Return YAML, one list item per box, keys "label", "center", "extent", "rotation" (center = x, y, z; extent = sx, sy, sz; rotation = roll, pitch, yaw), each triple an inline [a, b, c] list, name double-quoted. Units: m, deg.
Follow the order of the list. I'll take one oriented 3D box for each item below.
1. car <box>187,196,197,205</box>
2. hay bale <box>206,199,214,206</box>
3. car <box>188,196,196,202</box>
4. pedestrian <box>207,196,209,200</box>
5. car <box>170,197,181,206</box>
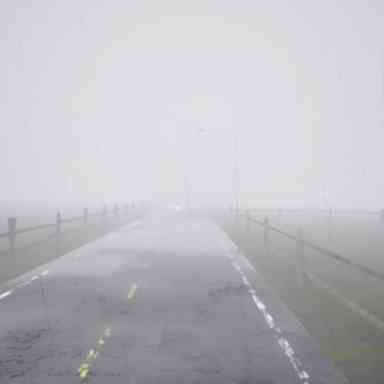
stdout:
- label: "car"
  center: [-0.014, 1.815, 67.071]
  extent: [1.895, 1.301, 4.718]
  rotation: [0, 0, 0]
- label: "hay bale"
  center: [3.099, 1.859, 57.845]
  extent: [1.220, 1.180, 1.240]
  rotation: [-1, -1, 0]
- label: "car"
  center: [-0.026, 1.660, 83.258]
  extent: [1.882, 1.535, 5.008]
  rotation: [0, 0, 0]
- label: "pedestrian"
  center: [2.806, 1.525, 58.952]
  extent: [0.375, 1.860, 0.375]
  rotation: [1, -1, -2]
- label: "car"
  center: [-2.825, 1.695, 57.851]
  extent: [2.128, 1.511, 4.902]
  rotation: [0, 0, 0]
